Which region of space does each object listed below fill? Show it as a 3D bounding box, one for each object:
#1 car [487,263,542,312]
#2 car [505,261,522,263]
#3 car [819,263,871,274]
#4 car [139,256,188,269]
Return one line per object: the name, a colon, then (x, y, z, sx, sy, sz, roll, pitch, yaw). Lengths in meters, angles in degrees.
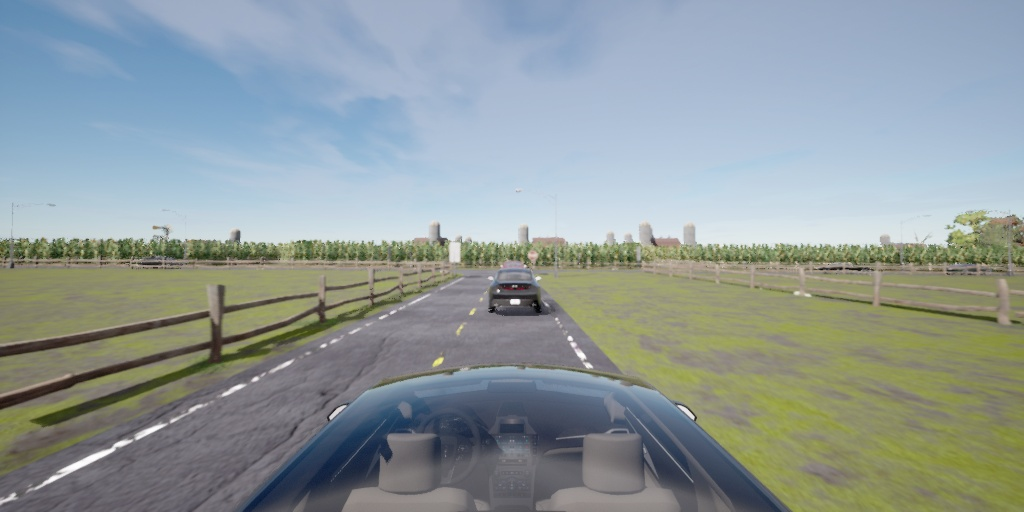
car: (0.101, 1.207, 14.018, 1.837, 1.490, 4.892, 0, 1, 0)
car: (0.103, 1.119, 27.906, 1.882, 1.535, 5.008, 0, 0, 0)
car: (40.012, 1.492, 43.077, 4.718, 1.301, 1.895, 0, -1, 1)
car: (-42.195, 0.784, 43.470, 4.892, 1.490, 1.837, 0, -1, 1)
